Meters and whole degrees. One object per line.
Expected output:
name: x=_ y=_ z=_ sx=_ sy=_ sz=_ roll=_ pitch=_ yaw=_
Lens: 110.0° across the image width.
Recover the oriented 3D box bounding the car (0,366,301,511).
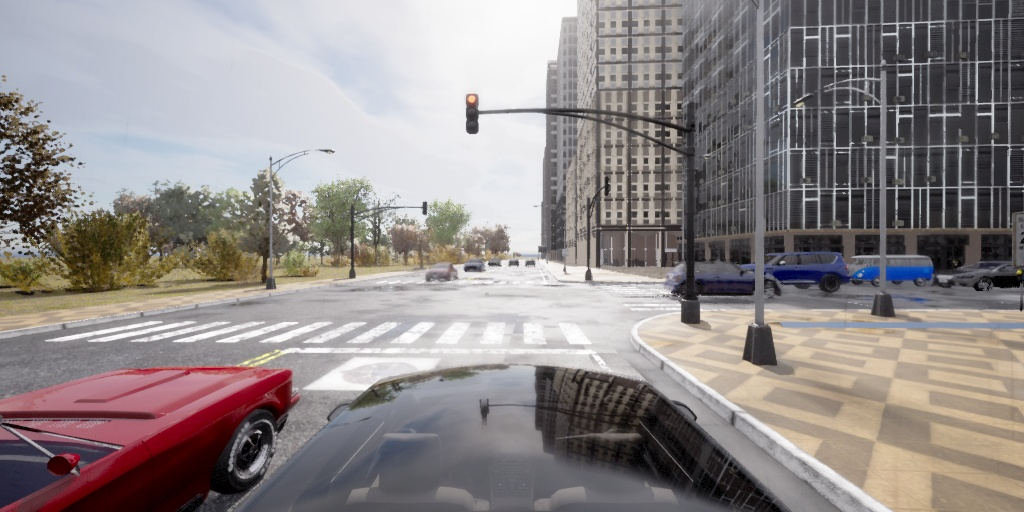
car: x=-3.117 y=1.351 z=1.574 sx=1.895 sy=1.301 sz=4.718 roll=0 pitch=0 yaw=0

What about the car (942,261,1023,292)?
car: x=24.585 y=0.996 z=18.225 sx=4.902 sy=1.511 sz=2.128 roll=-1 pitch=0 yaw=4

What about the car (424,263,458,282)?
car: x=-5.573 y=1.269 z=29.060 sx=1.812 sy=1.442 sz=4.674 roll=0 pitch=0 yaw=3

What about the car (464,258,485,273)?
car: x=-4.634 y=1.098 z=44.536 sx=2.097 sy=1.767 sz=4.553 roll=0 pitch=0 yaw=3

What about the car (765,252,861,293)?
car: x=14.382 y=0.810 z=18.926 sx=5.566 sy=2.045 sz=2.150 roll=0 pitch=0 yaw=4

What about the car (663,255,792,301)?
car: x=9.391 y=0.991 z=16.201 sx=4.553 sy=1.767 sz=2.097 roll=0 pitch=0 yaw=7

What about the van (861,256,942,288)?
van: x=22.094 y=0.856 z=21.119 sx=3.998 sy=1.789 sz=1.690 roll=0 pitch=0 yaw=4
